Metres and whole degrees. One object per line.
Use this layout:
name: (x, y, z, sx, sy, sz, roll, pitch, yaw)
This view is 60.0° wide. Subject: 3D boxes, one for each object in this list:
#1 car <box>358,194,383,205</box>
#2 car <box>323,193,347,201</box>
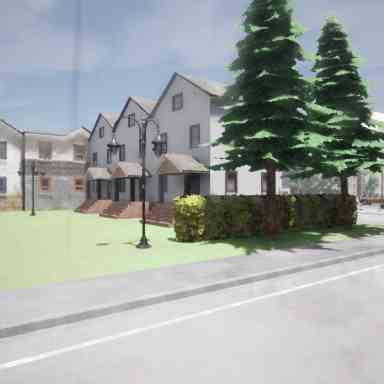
car: (27.232, 1.097, 49.238, 1.932, 1.855, 4.605, 0, 0, -36)
car: (32.105, 1.097, 74.691, 1.932, 1.855, 4.605, 0, 0, -36)
